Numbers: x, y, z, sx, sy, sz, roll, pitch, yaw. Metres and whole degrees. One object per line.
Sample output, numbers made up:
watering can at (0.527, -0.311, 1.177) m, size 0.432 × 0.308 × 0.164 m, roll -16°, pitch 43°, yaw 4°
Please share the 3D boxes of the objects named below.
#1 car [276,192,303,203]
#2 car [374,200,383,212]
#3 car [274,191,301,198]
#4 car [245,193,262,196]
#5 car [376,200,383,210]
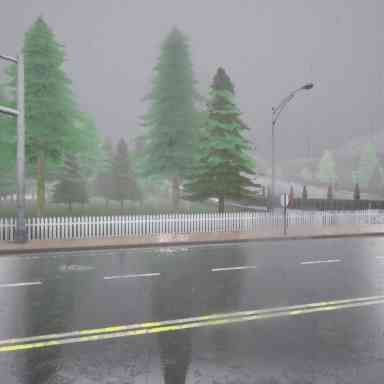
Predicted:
car at (16.093, 0.863, 55.413) m, size 1.895 × 1.301 × 4.718 m, roll 0°, pitch 4°, yaw -19°
car at (22.657, 1.592, 36.385) m, size 1.895 × 1.301 × 4.718 m, roll 0°, pitch 0°, yaw -19°
car at (13.986, 0.877, 50.757) m, size 2.097 × 1.767 × 4.553 m, roll 0°, pitch 4°, yaw -19°
car at (10.750, 0.222, 60.328) m, size 2.033 × 1.411 × 5.357 m, roll 0°, pitch 6°, yaw -18°
car at (20.231, 1.502, 32.705) m, size 1.837 × 1.490 × 4.892 m, roll 0°, pitch 0°, yaw -18°
